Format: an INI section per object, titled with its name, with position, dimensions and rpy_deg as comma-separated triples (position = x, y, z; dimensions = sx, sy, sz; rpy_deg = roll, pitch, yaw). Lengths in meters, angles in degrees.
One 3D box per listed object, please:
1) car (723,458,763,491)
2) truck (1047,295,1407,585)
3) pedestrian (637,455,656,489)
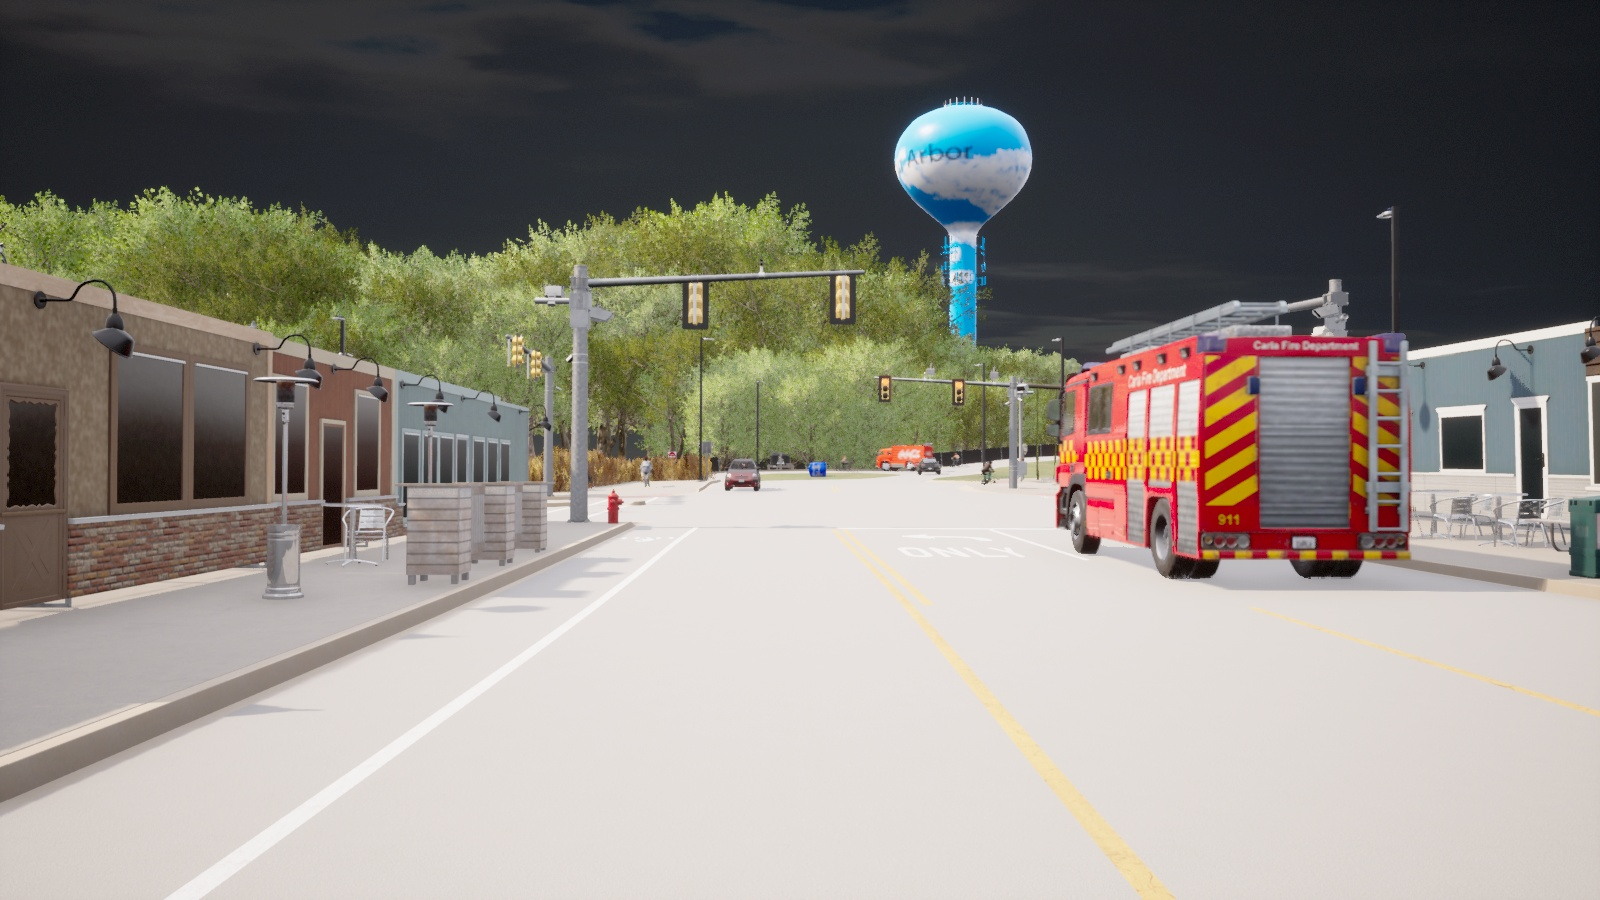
[car]
position = -2.920, 1.248, 64.968
dimensions = 1.851, 1.617, 3.988
rpy_deg = 0, 1, 0
[truck]
position = 6.489, -0.084, 20.857
dimensions = 2.891, 3.827, 8.468
rpy_deg = 0, -1, -1
[pedestrian]
position = -8.487, 1.227, 69.320
dimensions = 0.874, 1.855, 0.900
rpy_deg = 0, -1, 6
